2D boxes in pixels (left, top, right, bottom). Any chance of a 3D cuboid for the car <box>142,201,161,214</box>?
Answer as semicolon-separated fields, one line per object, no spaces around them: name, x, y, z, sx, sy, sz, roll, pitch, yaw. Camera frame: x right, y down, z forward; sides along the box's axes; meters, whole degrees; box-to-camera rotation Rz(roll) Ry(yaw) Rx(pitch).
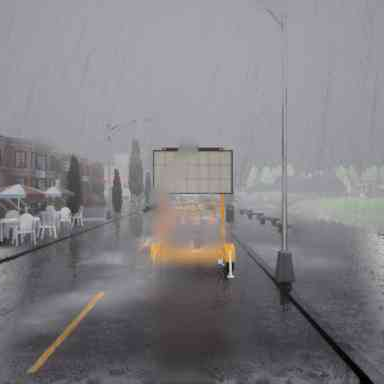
car;-4.019;1.601;35.045;1.895;1.301;4.718;0;0;0

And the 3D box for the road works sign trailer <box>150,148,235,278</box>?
road works sign trailer;0.024;0.464;10.141;2.380;3.560;2.880;0;0;0

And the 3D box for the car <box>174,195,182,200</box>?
car;-3.791;1.493;90.047;2.128;1.511;4.902;0;0;0

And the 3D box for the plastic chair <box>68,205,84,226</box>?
plastic chair;-7.396;1.506;21.185;0.730;1.271;0.750;0;0;-40
